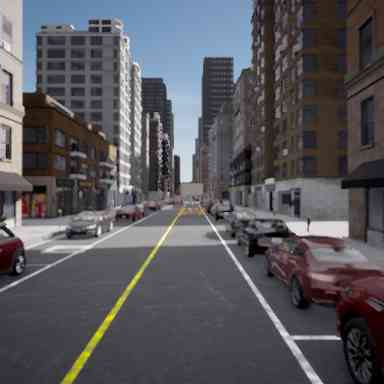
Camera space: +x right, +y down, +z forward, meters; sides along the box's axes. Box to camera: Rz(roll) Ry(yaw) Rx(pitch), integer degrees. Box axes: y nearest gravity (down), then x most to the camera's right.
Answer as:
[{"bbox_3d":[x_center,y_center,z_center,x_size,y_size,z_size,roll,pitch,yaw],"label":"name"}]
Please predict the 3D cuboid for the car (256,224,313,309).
[{"bbox_3d":[2.858,1.655,7.751,1.802,1.307,4.206,0,-1,0],"label":"car"}]

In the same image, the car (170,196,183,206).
[{"bbox_3d":[-3.003,1.869,71.734,2.150,2.045,5.566,0,-1,0],"label":"car"}]

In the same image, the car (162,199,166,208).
[{"bbox_3d":[-5.670,2.038,51.924,1.947,1.339,4.313,0,-1,0],"label":"car"}]

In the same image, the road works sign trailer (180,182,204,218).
[{"bbox_3d":[-0.002,0.774,33.758,2.380,3.560,2.880,0,-1,0],"label":"road works sign trailer"}]

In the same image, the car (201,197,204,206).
[{"bbox_3d":[2.856,1.913,51.940,1.967,1.590,4.097,0,-1,0],"label":"car"}]

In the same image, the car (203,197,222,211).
[{"bbox_3d":[2.857,1.689,40.894,2.192,1.841,5.009,0,-1,0],"label":"car"}]

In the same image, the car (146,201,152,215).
[{"bbox_3d":[-5.669,1.906,35.350,1.802,1.307,4.206,0,-1,0],"label":"car"}]

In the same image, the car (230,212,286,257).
[{"bbox_3d":[2.857,1.690,13.274,1.947,1.339,4.313,0,-1,0],"label":"car"}]

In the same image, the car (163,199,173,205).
[{"bbox_3d":[-5.671,2.286,79.549,1.947,1.339,4.313,0,-1,0],"label":"car"}]

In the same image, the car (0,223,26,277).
[{"bbox_3d":[-5.668,1.513,7.726,1.967,1.590,4.097,0,-1,0],"label":"car"}]

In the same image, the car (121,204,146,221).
[{"bbox_3d":[-5.669,1.819,29.825,1.887,1.381,4.507,0,-1,0],"label":"car"}]

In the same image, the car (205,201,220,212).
[{"bbox_3d":[2.856,1.950,46.586,1.752,1.417,4.829,0,-1,0],"label":"car"}]

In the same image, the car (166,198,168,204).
[{"bbox_3d":[-5.670,2.088,57.449,1.947,1.339,4.313,0,-1,0],"label":"car"}]

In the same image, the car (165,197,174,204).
[{"bbox_3d":[-5.671,2.210,85.075,1.967,1.590,4.097,0,-1,0],"label":"car"}]

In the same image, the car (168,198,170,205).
[{"bbox_3d":[-5.670,2.253,74.024,1.802,1.307,4.206,0,-1,0],"label":"car"}]

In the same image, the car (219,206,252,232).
[{"bbox_3d":[2.857,1.725,18.799,2.008,1.369,4.403,0,-1,0],"label":"car"}]

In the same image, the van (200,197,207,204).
[{"bbox_3d":[2.855,2.111,85.081,1.690,1.788,3.998,0,-1,0],"label":"van"}]

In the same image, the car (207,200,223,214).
[{"bbox_3d":[2.857,1.851,35.539,1.752,1.417,4.829,0,-1,0],"label":"car"}]

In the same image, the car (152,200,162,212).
[{"bbox_3d":[-5.669,1.968,46.400,1.887,1.381,4.507,0,-1,0],"label":"car"}]

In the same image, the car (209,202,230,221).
[{"bbox_3d":[2.857,1.840,29.845,1.947,1.339,4.313,0,-1,0],"label":"car"}]

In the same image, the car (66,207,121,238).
[{"bbox_3d":[-5.669,1.725,18.775,2.008,1.369,4.403,0,-1,0],"label":"car"}]

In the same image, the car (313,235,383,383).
[{"bbox_3d":[2.858,1.337,2.230,2.192,1.841,5.009,0,-1,0],"label":"car"}]

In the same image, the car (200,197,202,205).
[{"bbox_3d":[2.856,1.962,57.463,1.967,1.590,4.097,0,-1,0],"label":"car"}]
